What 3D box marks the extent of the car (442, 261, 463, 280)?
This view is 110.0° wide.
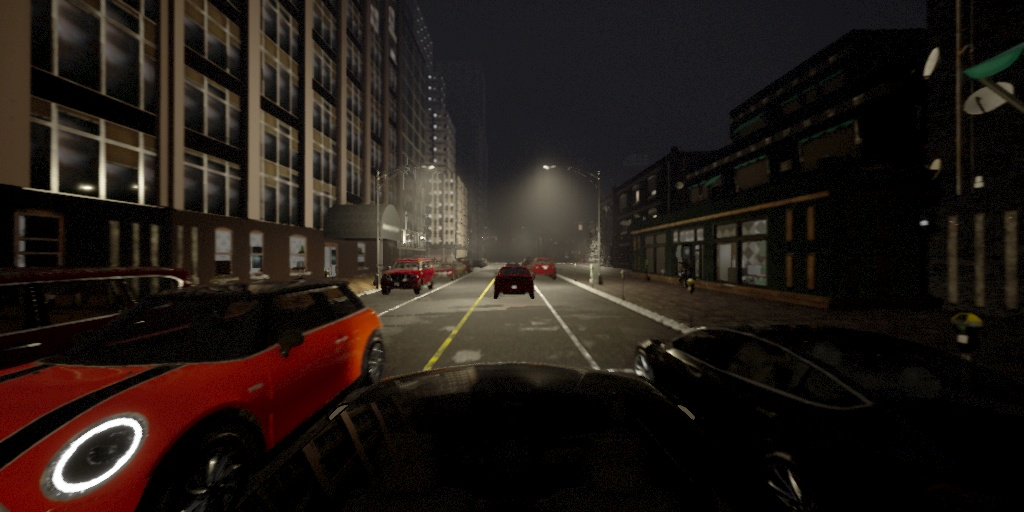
[{"bbox_3d":[-5.694,1.331,31.286,1.802,1.307,4.207,0,0,0],"label":"car"}]

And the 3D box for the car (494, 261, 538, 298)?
[{"bbox_3d":[0.097,1.226,18.437,1.882,1.535,5.008,0,0,0],"label":"car"}]

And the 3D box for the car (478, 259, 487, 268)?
[{"bbox_3d":[-5.697,1.326,58.972,1.948,1.339,4.313,0,0,0],"label":"car"}]

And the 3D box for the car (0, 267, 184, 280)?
[{"bbox_3d":[-5.691,1.064,3.602,2.192,1.841,5.009,0,0,0],"label":"car"}]

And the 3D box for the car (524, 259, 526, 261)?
[{"bbox_3d":[2.685,1.277,42.530,1.751,1.417,4.829,0,0,0],"label":"car"}]

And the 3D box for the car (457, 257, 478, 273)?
[{"bbox_3d":[-5.695,1.067,42.360,2.192,1.841,5.009,0,0,0],"label":"car"}]

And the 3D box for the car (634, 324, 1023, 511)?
[{"bbox_3d":[2.690,1.315,3.601,1.948,1.339,4.313,0,0,0],"label":"car"}]

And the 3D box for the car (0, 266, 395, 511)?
[{"bbox_3d":[-3.095,1.102,3.880,2.097,1.767,4.553,0,0,0],"label":"car"}]

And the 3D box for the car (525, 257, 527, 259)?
[{"bbox_3d":[2.684,1.072,53.435,2.192,1.841,5.009,0,0,0],"label":"car"}]

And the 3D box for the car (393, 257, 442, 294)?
[{"bbox_3d":[-5.693,1.063,20.213,2.192,1.841,5.009,0,0,0],"label":"car"}]

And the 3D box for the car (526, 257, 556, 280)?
[{"bbox_3d":[2.687,1.064,31.286,2.192,1.841,5.009,0,0,0],"label":"car"}]

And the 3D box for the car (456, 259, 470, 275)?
[{"bbox_3d":[-5.695,1.276,36.653,1.751,1.417,4.829,0,0,0],"label":"car"}]
